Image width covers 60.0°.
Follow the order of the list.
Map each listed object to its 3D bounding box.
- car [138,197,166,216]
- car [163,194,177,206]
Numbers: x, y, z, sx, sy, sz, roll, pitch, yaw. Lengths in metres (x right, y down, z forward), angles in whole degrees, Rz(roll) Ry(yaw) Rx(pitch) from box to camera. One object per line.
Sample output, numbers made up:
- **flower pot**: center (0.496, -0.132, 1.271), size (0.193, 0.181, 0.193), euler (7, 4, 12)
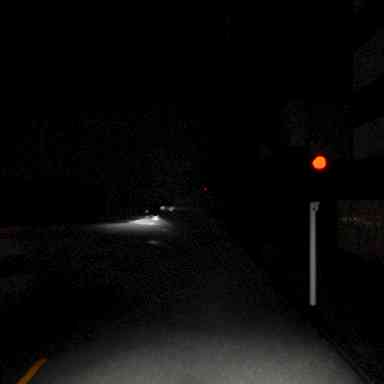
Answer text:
- **car**: center (-4.113, 1.513, 32.715), size (2.128, 1.511, 4.902), euler (0, 0, 0)
- **car**: center (-4.050, 1.388, 54.646), size (2.097, 1.767, 4.553), euler (0, 0, 0)
